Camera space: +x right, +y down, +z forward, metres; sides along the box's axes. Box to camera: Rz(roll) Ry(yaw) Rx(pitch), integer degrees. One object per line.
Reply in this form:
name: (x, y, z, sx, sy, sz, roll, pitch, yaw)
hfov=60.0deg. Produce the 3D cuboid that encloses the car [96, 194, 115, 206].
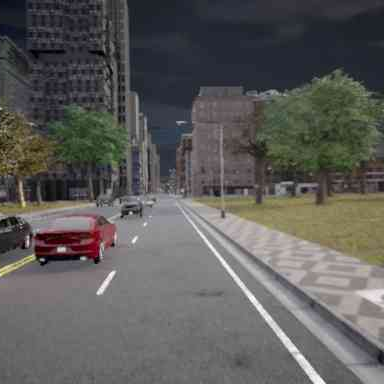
car: (-13.610, 1.309, 52.462, 2.150, 2.045, 5.566, -1, 0, -4)

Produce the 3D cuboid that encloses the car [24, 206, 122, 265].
car: (-3.954, 1.506, 12.067, 1.882, 1.535, 5.008, -1, 0, -4)

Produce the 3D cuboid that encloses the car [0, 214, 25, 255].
car: (-7.403, 1.603, 11.936, 1.837, 1.490, 4.892, -1, 0, -4)

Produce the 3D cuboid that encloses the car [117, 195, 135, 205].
car: (-10.372, 1.220, 52.735, 2.033, 1.411, 5.357, -1, 0, -4)

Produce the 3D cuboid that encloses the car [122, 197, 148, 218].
car: (-5.324, 1.497, 30.320, 1.837, 1.490, 4.892, -1, 0, -4)

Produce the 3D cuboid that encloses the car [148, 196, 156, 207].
car: (-6.701, 1.564, 48.678, 1.895, 1.301, 4.718, -1, 0, -4)
